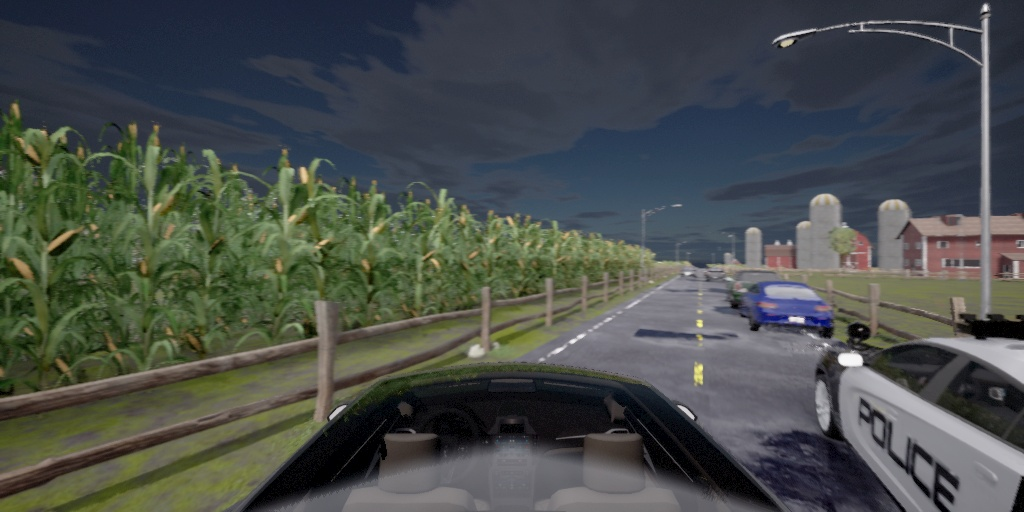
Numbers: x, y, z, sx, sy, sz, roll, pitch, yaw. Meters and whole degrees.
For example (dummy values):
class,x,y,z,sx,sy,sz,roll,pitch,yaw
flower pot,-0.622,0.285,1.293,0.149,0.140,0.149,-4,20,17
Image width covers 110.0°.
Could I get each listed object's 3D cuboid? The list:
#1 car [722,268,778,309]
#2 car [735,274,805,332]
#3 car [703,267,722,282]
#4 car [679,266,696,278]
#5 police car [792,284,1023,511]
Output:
class,x,y,z,sx,sy,sz,roll,pitch,yaw
car,11.085,1.406,16.430,2.097,1.767,4.553,0,-1,28
car,8.305,1.486,11.144,1.812,1.442,4.674,0,-1,28
car,21.443,1.947,37.813,2.128,1.511,4.902,0,-1,28
car,23.137,2.094,47.030,2.128,1.511,4.902,0,-1,28
police car,3.704,1.228,2.393,1.930,1.638,5.238,0,-1,28
